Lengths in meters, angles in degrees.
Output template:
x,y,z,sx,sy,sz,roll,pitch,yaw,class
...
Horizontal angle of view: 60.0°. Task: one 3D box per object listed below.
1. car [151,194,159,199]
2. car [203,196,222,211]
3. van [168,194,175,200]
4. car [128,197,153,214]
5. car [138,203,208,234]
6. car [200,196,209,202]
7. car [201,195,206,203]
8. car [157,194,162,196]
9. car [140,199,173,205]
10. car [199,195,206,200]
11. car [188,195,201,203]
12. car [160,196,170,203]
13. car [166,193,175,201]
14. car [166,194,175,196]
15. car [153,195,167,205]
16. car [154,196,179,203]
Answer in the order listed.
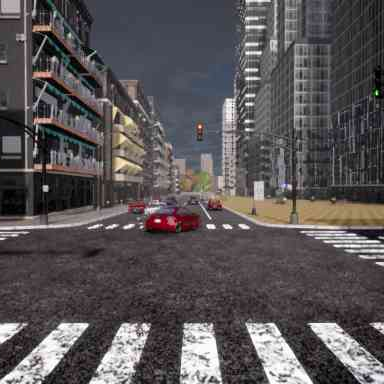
x,y,z,sx,sy,sz,roll,pitch,yaw,class
-5.629,1.435,41.030,1.967,1.590,4.097,-1,0,0,car
2.719,1.540,41.073,1.887,1.381,4.507,-1,0,0,car
-5.539,1.350,91.870,1.690,1.788,3.998,-1,0,0,van
-5.638,1.540,35.381,1.887,1.381,4.507,-1,0,0,car
-0.963,1.538,19.265,1.994,1.385,4.181,0,-1,25,car
2.781,1.547,74.967,1.887,1.381,4.507,-1,0,0,car
2.760,1.550,63.668,2.008,1.369,4.403,-1,0,0,car
-5.611,1.312,52.329,2.192,1.841,5.009,-1,0,0,car
-3.047,1.596,29.430,1.895,1.301,4.718,0,0,0,car
2.810,1.534,92.084,1.752,1.417,4.829,-1,0,0,car
0.199,1.524,59.449,1.812,1.442,4.674,0,0,0,car
-5.577,1.583,69.275,1.802,1.307,4.206,-1,0,0,car
-5.550,1.321,86.222,2.192,1.841,5.009,-1,0,0,car
-3.000,1.501,49.671,1.837,1.490,4.892,0,0,0,car
-5.599,1.438,57.977,1.967,1.590,4.097,-1,0,0,car
-3.017,1.559,39.490,1.994,1.385,4.181,0,0,1,car
